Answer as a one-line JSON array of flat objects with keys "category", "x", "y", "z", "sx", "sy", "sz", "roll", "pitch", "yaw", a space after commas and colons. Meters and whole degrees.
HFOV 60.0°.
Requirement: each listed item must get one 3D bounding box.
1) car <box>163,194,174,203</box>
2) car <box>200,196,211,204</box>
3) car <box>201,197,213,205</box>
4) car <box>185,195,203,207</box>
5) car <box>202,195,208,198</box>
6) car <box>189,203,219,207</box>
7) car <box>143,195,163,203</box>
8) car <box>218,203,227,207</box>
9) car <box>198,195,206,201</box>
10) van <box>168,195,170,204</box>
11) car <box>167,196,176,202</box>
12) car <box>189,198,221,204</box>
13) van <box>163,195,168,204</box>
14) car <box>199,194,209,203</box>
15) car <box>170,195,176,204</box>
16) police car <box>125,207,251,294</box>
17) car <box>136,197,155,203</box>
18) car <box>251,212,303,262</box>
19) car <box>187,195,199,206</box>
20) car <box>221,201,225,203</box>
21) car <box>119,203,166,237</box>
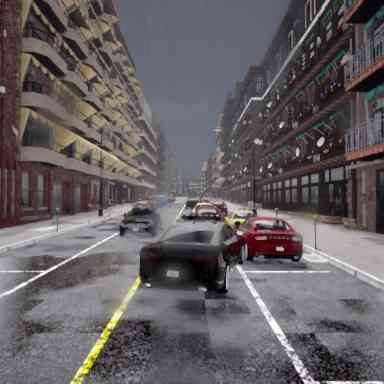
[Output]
[{"category": "car", "x": -5.107, "y": 1.482, "z": 72.982, "sx": 2.192, "sy": 1.841, "sz": 5.009, "roll": 1, "pitch": 0, "yaw": 0}, {"category": "car", "x": 2.763, "y": 1.585, "z": 67.372, "sx": 1.967, "sy": 1.590, "sz": 4.097, "roll": 1, "pitch": 0, "yaw": 0}, {"category": "car", "x": 2.740, "y": 1.669, "z": 61.840, "sx": 1.887, "sy": 1.381, "sz": 4.507, "roll": 1, "pitch": 0, "yaw": 0}, {"category": "car", "x": 0.125, "y": 1.550, "z": 45.590, "sx": 1.882, "sy": 1.535, "sz": 5.008, "roll": 0, "pitch": 0, "yaw": 0}, {"category": "car", "x": 2.726, "y": 1.649, "z": 56.310, "sx": 1.887, "sy": 1.381, "sz": 4.507, "roll": 1, "pitch": 0, "yaw": 0}, {"category": "car", "x": 0.872, "y": 1.543, "z": 18.737, "sx": 1.812, "sy": 1.442, "sz": 4.674, "roll": 0, "pitch": 0, "yaw": 0}, {"category": "car", "x": -5.190, "y": 1.373, "z": 39.801, "sx": 2.192, "sy": 1.841, "sz": 5.009, "roll": 2, "pitch": 0, "yaw": 0}, {"category": "car", "x": 2.630, "y": 1.541, "z": 17.766, "sx": 1.752, "sy": 1.417, "sz": 4.829, "roll": 1, "pitch": 0, "yaw": 0}, {"category": "car", "x": 2.776, "y": 1.682, "z": 89.497, "sx": 1.967, "sy": 1.590, "sz": 4.097, "roll": 1, "pitch": 0, "yaw": 0}, {"category": "van", "x": -5.150, "y": 1.446, "z": 56.392, "sx": 1.690, "sy": 1.788, "sz": 3.998, "roll": 1, "pitch": 0, "yaw": 0}, {"category": "car", "x": -5.086, "y": 1.781, "z": 84.044, "sx": 1.947, "sy": 1.339, "sz": 4.313, "roll": 1, "pitch": 0, "yaw": 0}, {"category": "car", "x": 0.888, "y": 1.482, "z": 24.931, "sx": 1.801, "sy": 1.575, "sz": 5.366, "roll": 0, "pitch": 0, "yaw": 0}, {"category": "van", "x": -5.163, "y": 1.428, "z": 50.860, "sx": 1.690, "sy": 1.788, "sz": 3.998, "roll": 2, "pitch": 0, "yaw": 0}, {"category": "car", "x": 2.752, "y": 1.504, "z": 78.434, "sx": 2.192, "sy": 1.841, "sz": 5.009, "roll": 1, "pitch": 0, "yaw": 0}, {"category": "car", "x": -5.121, "y": 1.460, "z": 67.453, "sx": 2.192, "sy": 1.841, "sz": 5.009, "roll": 1, "pitch": 0, "yaw": 0}, {"category": "police car", "x": 0.299, "y": 1.431, "z": 9.119, "sx": 1.930, "sy": 1.638, "sz": 5.238, "roll": 0, "pitch": 0, "yaw": 15}, {"category": "car", "x": -5.210, "y": 1.571, "z": 34.099, "sx": 1.752, "sy": 1.417, "sz": 4.829, "roll": 2, "pitch": 0, "yaw": 0}, {"category": "car", "x": 2.615, "y": 1.554, "z": 12.064, "sx": 1.887, "sy": 1.381, "sz": 4.507, "roll": 1, "pitch": 0, "yaw": 0}, {"category": "car", "x": 0.150, "y": 1.467, "z": 59.429, "sx": 2.097, "sy": 1.767, "sz": 4.553, "roll": 0, "pitch": 0, "yaw": 0}, {"category": "car", "x": 2.670, "y": 1.591, "z": 34.186, "sx": 1.887, "sy": 1.381, "sz": 4.507, "roll": 1, "pitch": 0, "yaw": 0}, {"category": "car", "x": -2.704, "y": 1.542, "z": 18.279, "sx": 1.812, "sy": 1.442, "sz": 4.674, "roll": 0, "pitch": 0, "yaw": 0}]
